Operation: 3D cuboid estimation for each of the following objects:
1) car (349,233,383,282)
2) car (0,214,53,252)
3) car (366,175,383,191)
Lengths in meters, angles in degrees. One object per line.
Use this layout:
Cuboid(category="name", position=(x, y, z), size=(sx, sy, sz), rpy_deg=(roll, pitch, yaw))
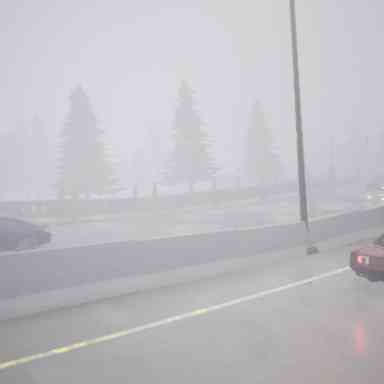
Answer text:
Cuboid(category="car", position=(5.848, 1.398, 7.917), size=(4.718, 1.301, 1.895), rpy_deg=(-3, 2, -35))
Cuboid(category="car", position=(-7.398, 1.519, 11.613), size=(4.674, 1.442, 1.812), rpy_deg=(0, 0, -35))
Cuboid(category="car", position=(20.722, -1.082, 35.827), size=(4.553, 1.767, 2.097), rpy_deg=(-6, 4, -35))
